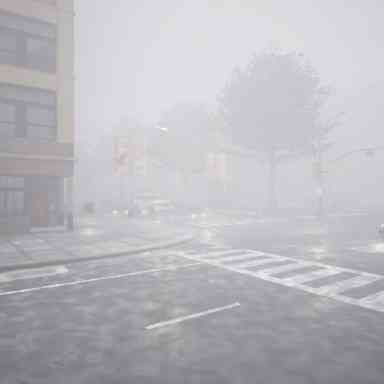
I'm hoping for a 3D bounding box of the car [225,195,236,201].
[{"bbox_3d":[8.017,1.413,76.664,2.161,1.482,4.786,0,0,-36],"label":"car"}]

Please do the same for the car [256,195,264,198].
[{"bbox_3d":[17.682,1.463,83.094,1.895,1.301,4.718,0,0,-36],"label":"car"}]

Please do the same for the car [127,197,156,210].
[{"bbox_3d":[-6.743,1.505,44.234,1.837,1.490,4.892,0,0,-35],"label":"car"}]

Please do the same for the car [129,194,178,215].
[{"bbox_3d":[-4.152,1.221,34.563,2.150,2.045,5.566,0,0,-36],"label":"car"}]

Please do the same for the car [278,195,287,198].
[{"bbox_3d":[18.479,1.320,69.160,2.002,1.452,4.674,0,0,-36],"label":"car"}]

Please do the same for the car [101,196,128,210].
[{"bbox_3d":[-9.984,1.352,42.755,2.097,1.767,4.553,0,0,-35],"label":"car"}]

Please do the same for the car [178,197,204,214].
[{"bbox_3d":[-0.921,1.547,36.058,2.033,1.411,5.357,0,0,-36],"label":"car"}]

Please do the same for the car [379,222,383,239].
[{"bbox_3d":[10.871,1.524,15.984,4.674,1.442,1.812,0,0,-36],"label":"car"}]

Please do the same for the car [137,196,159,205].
[{"bbox_3d":[-8.017,1.505,59.865,1.837,1.490,4.892,0,0,-36],"label":"car"}]

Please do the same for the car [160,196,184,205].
[{"bbox_3d":[-3.656,1.478,59.952,1.882,1.535,5.008,0,0,-36],"label":"car"}]
